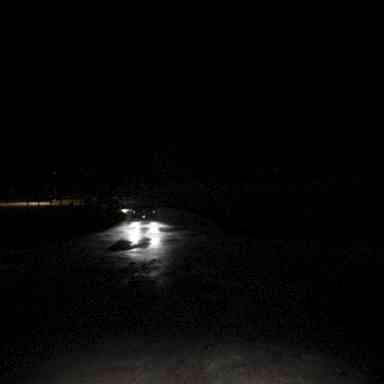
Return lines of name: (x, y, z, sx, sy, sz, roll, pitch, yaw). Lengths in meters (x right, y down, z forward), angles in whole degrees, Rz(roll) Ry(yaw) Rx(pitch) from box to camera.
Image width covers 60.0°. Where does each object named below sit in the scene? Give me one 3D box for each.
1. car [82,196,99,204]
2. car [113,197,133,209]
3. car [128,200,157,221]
car: (-18.632, 1.505, 61.806, 4.181, 1.385, 1.994, -1, 1, 41)
car: (-8.346, 1.397, 42.645, 1.812, 1.442, 4.674, -1, 0, -26)
car: (-3.775, 1.499, 26.367, 1.895, 1.301, 4.718, 0, 0, -7)
